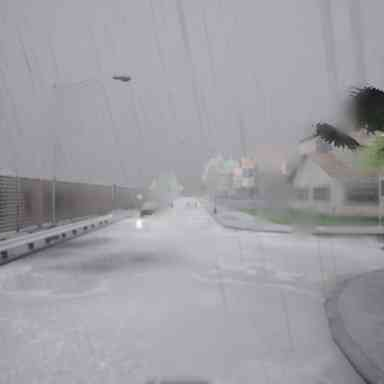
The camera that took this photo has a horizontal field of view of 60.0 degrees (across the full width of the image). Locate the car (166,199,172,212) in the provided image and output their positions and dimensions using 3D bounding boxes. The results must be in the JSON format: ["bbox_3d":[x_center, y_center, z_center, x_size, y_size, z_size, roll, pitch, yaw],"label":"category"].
[{"bbox_3d":[-4.107,1.864,44.218,1.994,1.385,4.181,0,0,0],"label":"car"}]

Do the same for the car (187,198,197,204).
[{"bbox_3d":[-0.034,1.923,72.334,1.994,1.385,4.181,0,0,0],"label":"car"}]

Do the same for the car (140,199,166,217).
[{"bbox_3d":[-4.107,1.710,34.213,1.882,1.535,5.008,0,0,0],"label":"car"}]

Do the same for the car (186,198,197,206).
[{"bbox_3d":[-0.029,1.948,62.329,1.812,1.442,4.674,0,0,0],"label":"car"}]
